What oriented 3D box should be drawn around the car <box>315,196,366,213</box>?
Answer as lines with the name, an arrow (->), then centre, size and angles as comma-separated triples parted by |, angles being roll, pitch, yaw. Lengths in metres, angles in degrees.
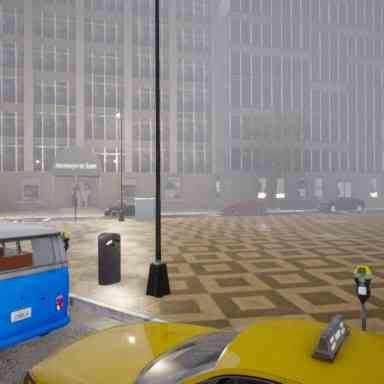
car -> 14.428, 1.191, 32.355 | 4.892, 1.490, 1.837 | 0, 0, -14

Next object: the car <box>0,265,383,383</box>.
car -> 0.667, 1.525, 2.250 | 4.829, 1.417, 1.752 | 0, 0, 35

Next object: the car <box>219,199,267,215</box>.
car -> 4.569, 1.320, 29.911 | 4.181, 1.385, 1.994 | 0, 0, -14

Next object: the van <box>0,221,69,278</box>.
van -> -3.705, 1.343, 5.358 | 3.998, 1.788, 1.690 | 0, 0, 35

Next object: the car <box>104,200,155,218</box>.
car -> -5.144, 1.396, 27.485 | 4.181, 1.385, 1.994 | 0, 0, -14
